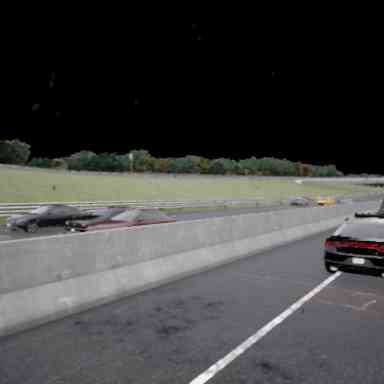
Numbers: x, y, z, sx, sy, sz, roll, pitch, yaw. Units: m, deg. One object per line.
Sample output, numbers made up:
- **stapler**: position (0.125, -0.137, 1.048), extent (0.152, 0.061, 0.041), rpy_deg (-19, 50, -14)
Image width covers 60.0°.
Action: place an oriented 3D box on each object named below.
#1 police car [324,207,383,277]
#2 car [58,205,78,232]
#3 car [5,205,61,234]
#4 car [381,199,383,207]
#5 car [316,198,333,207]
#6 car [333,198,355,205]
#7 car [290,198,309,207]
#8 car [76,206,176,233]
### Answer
- **police car**: position (5.531, 1.452, 10.027), extent (1.930, 1.638, 5.238), rpy_deg (0, 0, 37)
- **car**: position (-4.322, 1.519, 18.644), extent (2.033, 1.411, 5.357), rpy_deg (0, 0, 37)
- **car**: position (-8.213, 1.475, 19.290), extent (1.812, 1.442, 4.674), rpy_deg (0, 0, 37)
- **car**: position (11.476, 1.288, 17.981), extent (2.150, 2.045, 5.566), rpy_deg (0, 0, 37)
- **car**: position (21.357, 1.642, 53.225), extent (1.882, 1.535, 5.008), rpy_deg (0, 0, 37)
- **car**: position (22.952, 1.699, 49.502), extent (1.812, 1.442, 4.674), rpy_deg (0, 0, 37)
- **car**: position (17.313, 1.706, 53.644), extent (1.994, 1.385, 4.181), rpy_deg (0, 0, 37)
- **car**: position (-2.571, 1.507, 15.128), extent (1.812, 1.442, 4.674), rpy_deg (0, 0, 37)
